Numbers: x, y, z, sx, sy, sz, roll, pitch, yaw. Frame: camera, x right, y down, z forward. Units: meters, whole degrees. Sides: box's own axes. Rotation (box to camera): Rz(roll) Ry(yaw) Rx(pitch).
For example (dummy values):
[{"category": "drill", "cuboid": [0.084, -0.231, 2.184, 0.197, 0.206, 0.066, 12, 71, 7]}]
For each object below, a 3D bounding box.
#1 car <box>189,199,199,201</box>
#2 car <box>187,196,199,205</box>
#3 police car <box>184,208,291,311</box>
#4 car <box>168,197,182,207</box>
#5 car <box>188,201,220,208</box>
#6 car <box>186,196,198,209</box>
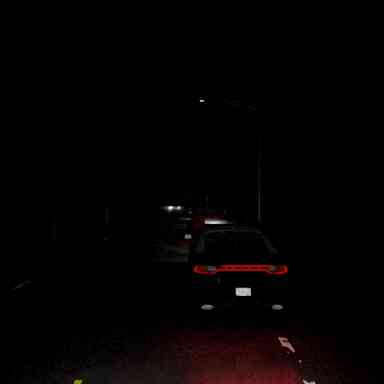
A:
[{"category": "car", "cuboid": [0.881, 1.490, 23.901, 1.837, 1.490, 4.892, 0, 0, 0]}, {"category": "car", "cuboid": [0.141, 1.451, 58.938, 2.033, 1.411, 5.357, 0, 1, 0]}, {"category": "police car", "cuboid": [0.843, 1.420, 8.007, 1.930, 1.638, 5.238, 0, 0, 0]}, {"category": "car", "cuboid": [-2.626, 1.514, 51.252, 1.994, 1.385, 4.181, 0, 0, 0]}, {"category": "car", "cuboid": [0.867, 1.467, 17.900, 1.882, 1.535, 5.008, 0, 0, 0]}, {"category": "car", "cuboid": [0.126, 1.444, 45.640, 1.882, 1.535, 5.008, 0, 0, 1]}]
